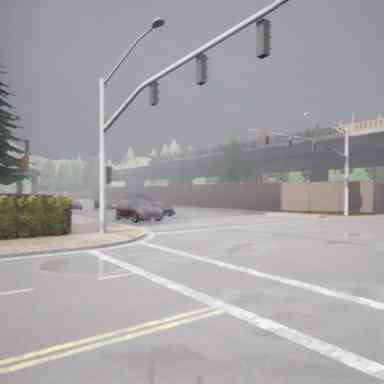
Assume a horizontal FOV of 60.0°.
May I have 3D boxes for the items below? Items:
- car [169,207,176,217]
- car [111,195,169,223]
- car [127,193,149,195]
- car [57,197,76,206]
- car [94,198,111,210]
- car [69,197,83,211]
[{"bbox_3d":[-3.613,1.494,30.362,2.033,1.411,5.357,0,0,-35],"label":"car"},{"bbox_3d":[-4.010,1.299,24.869,2.097,1.767,4.553,0,0,-35],"label":"car"},{"bbox_3d":[-7.149,1.169,41.748,2.150,2.045,5.566,0,0,-35],"label":"car"},{"bbox_3d":[-20.571,1.511,54.411,1.994,1.385,4.181,0,0,-35],"label":"car"},{"bbox_3d":[-10.221,1.438,39.684,2.128,1.511,4.902,0,0,-35],"label":"car"},{"bbox_3d":[-14.544,1.510,39.735,1.994,1.385,4.181,0,0,-35],"label":"car"}]
